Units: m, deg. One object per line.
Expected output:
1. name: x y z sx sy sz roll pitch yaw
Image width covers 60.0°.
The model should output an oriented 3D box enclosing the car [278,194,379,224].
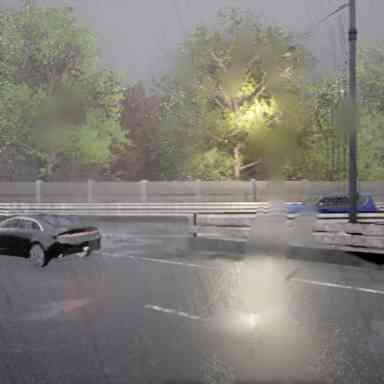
1. car: 7.642 1.135 18.938 5.566 2.045 2.150 -1 0 -3

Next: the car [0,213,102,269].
1. car: -5.244 1.475 11.082 4.902 1.511 2.128 0 0 30
